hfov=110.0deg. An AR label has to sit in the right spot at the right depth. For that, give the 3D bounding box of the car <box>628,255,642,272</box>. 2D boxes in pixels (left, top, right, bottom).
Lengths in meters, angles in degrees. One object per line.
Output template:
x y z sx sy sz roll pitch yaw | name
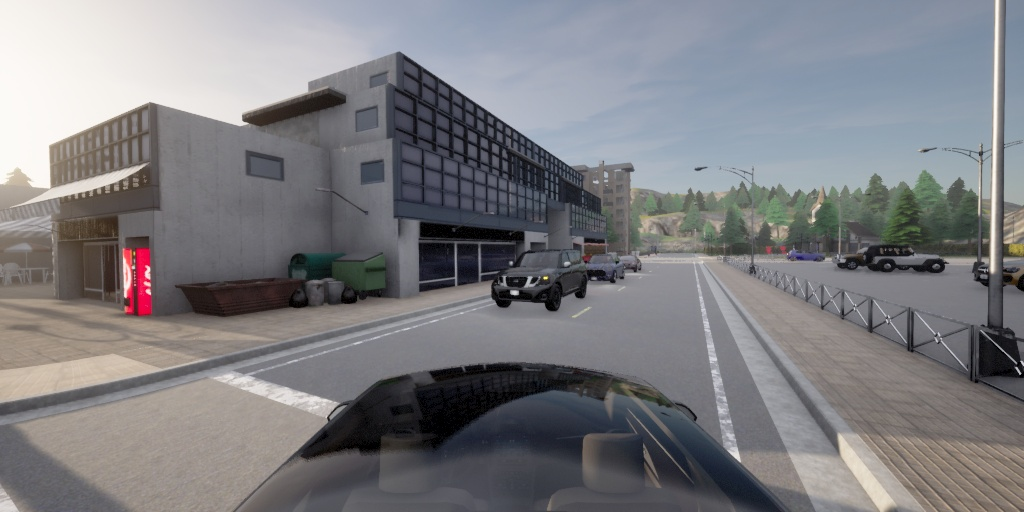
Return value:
10.300 0.619 31.736 1.812 1.442 4.674 0 1 27 | car

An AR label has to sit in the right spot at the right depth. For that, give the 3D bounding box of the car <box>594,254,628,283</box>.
5.715 0.668 22.588 2.097 1.767 4.553 0 1 27 | car

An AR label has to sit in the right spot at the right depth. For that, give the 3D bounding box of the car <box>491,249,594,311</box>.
1.312 0.752 13.792 2.150 2.045 5.566 0 1 27 | car
